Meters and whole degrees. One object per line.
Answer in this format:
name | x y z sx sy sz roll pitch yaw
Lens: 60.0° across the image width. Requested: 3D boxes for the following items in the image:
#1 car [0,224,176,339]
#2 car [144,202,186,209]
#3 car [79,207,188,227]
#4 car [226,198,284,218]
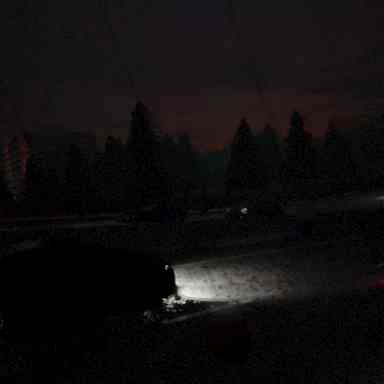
car | -2.389 1.557 6.341 4.181 1.385 1.994 0 0 -36
car | -2.426 1.484 23.768 4.674 1.442 1.812 0 0 -35
car | -2.645 1.578 15.001 4.718 1.301 1.895 0 0 -35
car | 4.635 1.291 24.492 4.553 1.767 2.097 0 0 -35
